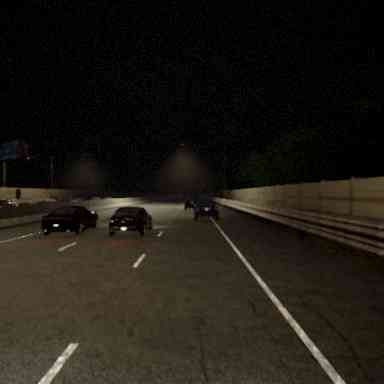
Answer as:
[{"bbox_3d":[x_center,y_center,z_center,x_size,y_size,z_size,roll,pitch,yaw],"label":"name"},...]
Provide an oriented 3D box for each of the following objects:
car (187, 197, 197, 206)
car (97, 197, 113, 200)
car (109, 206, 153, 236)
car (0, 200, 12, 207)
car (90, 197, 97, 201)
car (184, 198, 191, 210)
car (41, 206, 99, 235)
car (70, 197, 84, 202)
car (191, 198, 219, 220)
[{"bbox_3d":[-0.007,1.830,65.446,1.882,1.535,5.008,0,0,0],"label":"car"},{"bbox_3d":[-17.507,1.879,69.341,2.128,1.511,4.902,0,0,0],"label":"car"},{"bbox_3d":[-3.402,1.581,18.979,1.837,1.490,4.892,0,0,0],"label":"car"},{"bbox_3d":[-17.601,1.478,29.006,2.097,1.767,4.553,0,0,0],"label":"car"},{"bbox_3d":[-21.007,1.899,73.027,2.128,1.511,4.902,0,0,0],"label":"car"},{"bbox_3d":[0.000,1.578,47.142,2.097,1.767,4.553,0,0,0],"label":"car"},{"bbox_3d":[-6.902,1.556,19.344,1.882,1.535,5.008,0,0,0],"label":"car"},{"bbox_3d":[-24.507,1.904,70.810,1.812,1.442,4.674,0,0,0],"label":"car"},{"bbox_3d":[1.222,1.479,29.423,2.097,1.767,4.553,0,0,0],"label":"car"}]
